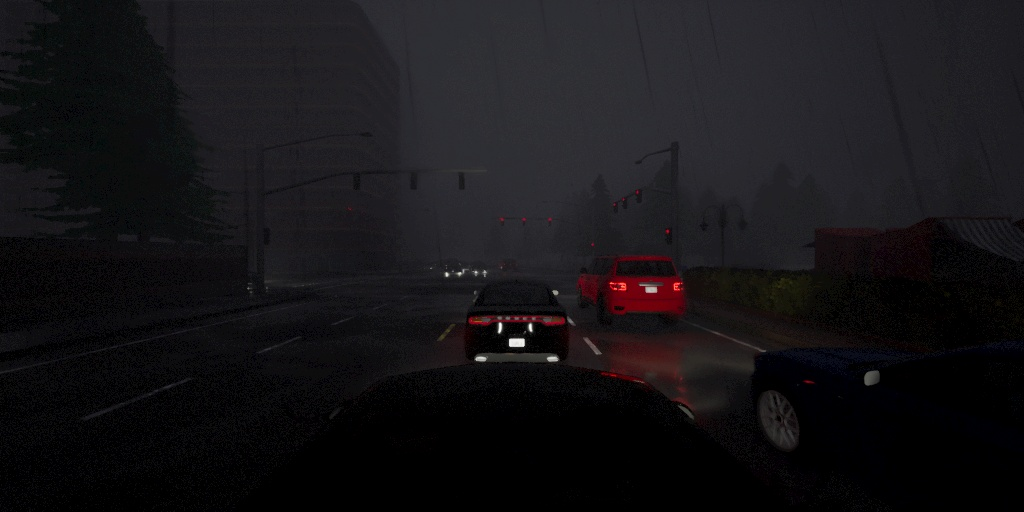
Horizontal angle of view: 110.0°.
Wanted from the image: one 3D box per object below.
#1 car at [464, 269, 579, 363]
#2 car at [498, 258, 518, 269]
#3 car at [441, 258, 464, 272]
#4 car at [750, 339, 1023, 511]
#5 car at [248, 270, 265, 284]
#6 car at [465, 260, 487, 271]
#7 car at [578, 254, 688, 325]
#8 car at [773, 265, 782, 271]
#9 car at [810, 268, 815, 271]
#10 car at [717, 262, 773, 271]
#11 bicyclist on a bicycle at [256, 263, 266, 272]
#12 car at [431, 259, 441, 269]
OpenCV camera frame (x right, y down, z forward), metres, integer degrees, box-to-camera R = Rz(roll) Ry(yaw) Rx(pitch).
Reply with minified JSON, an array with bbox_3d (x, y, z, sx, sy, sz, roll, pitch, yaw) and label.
[{"bbox_3d":[0.096,1.228,8.170,1.882,1.535,5.008,0,0,0],"label":"car"},{"bbox_3d":[-0.562,1.102,47.831,2.097,1.767,4.553,0,0,-9],"label":"car"},{"bbox_3d":[-7.795,1.102,46.878,2.097,1.767,4.553,0,0,-13],"label":"car"},{"bbox_3d":[3.599,1.228,2.007,1.882,1.535,5.008,0,0,0],"label":"car"},{"bbox_3d":[-20.135,1.283,25.115,5.008,1.535,1.882,0,0,1],"label":"car"},{"bbox_3d":[-4.886,1.314,50.464,1.994,1.385,4.181,0,0,-18],"label":"car"},{"bbox_3d":[3.639,0.971,11.985,2.150,2.045,5.566,0,0,1],"label":"car"},{"bbox_3d":[23.962,1.331,35.256,4.674,1.442,1.812,0,0,1],"label":"car"},{"bbox_3d":[29.118,1.297,31.706,4.902,1.511,2.128,0,0,1],"label":"car"},{"bbox_3d":[19.512,1.353,31.826,5.357,1.411,2.033,0,0,1],"label":"car"},{"bbox_3d":[-28.519,1.106,40.704,0.582,1.620,1.656,0,0,1],"label":"bicyclist on a bicycle"},{"bbox_3d":[-10.575,1.297,55.933,2.033,1.411,5.357,0,0,-26],"label":"car"}]
